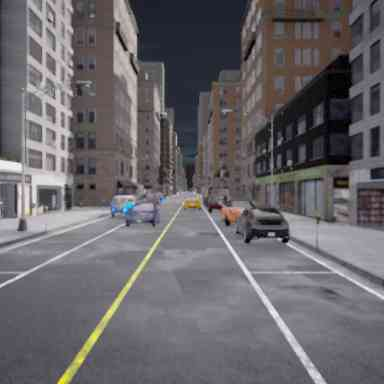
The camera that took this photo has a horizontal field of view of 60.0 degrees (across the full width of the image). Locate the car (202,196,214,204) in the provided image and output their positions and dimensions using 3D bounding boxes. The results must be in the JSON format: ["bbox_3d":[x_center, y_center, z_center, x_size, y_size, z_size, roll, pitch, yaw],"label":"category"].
[{"bbox_3d":[2.678,1.296,56.536,1.802,1.307,4.206,0,0,0],"label":"car"}]

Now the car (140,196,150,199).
[{"bbox_3d":[-5.850,1.397,34.191,1.947,1.339,4.313,0,0,0],"label":"car"}]

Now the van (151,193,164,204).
[{"bbox_3d":[-5.846,1.055,56.534,1.690,1.788,3.998,0,0,0],"label":"van"}]

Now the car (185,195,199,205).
[{"bbox_3d":[0.049,1.277,53.580,2.033,1.411,5.357,0,0,1],"label":"car"}]

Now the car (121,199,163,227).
[{"bbox_3d":[-3.094,1.420,21.782,1.812,1.442,4.674,0,0,0],"label":"car"}]

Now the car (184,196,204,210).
[{"bbox_3d":[0.074,1.283,39.230,1.882,1.535,5.008,0,0,0],"label":"car"}]

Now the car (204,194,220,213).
[{"bbox_3d":[2.675,1.146,34.195,2.192,1.841,5.009,0,0,0],"label":"car"}]

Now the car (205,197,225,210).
[{"bbox_3d":[2.676,1.353,39.782,2.008,1.369,4.403,0,0,0],"label":"car"}]

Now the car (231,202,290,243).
[{"bbox_3d":[3.148,1.428,15.584,1.837,1.490,4.892,0,0,0],"label":"car"}]

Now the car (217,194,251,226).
[{"bbox_3d":[3.117,1.243,22.553,2.097,1.767,4.553,0,0,0],"label":"car"}]

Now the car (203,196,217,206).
[{"bbox_3d":[2.678,1.309,50.951,1.947,1.339,4.313,0,0,0],"label":"car"}]

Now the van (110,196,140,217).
[{"bbox_3d":[-5.851,1.201,28.605,1.690,1.788,3.998,0,0,0],"label":"van"}]

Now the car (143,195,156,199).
[{"bbox_3d":[-5.850,1.368,39.778,1.947,1.339,4.313,0,0,0],"label":"car"}]

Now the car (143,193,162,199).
[{"bbox_3d":[-5.848,1.088,45.361,2.192,1.841,5.009,0,0,0],"label":"car"}]

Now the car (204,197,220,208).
[{"bbox_3d":[2.676,1.338,45.366,1.947,1.339,4.313,0,0,0],"label":"car"}]
